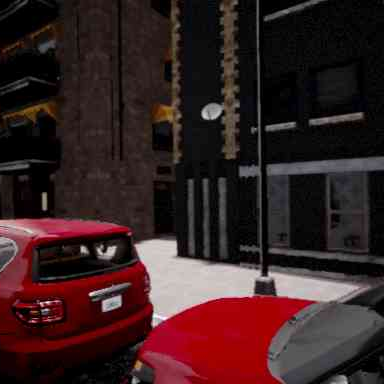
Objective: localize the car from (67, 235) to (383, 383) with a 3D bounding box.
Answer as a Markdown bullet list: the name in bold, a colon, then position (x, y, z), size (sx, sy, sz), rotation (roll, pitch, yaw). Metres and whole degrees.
- **car**: position (1.816, 1.316, 1.761), size (5.009, 1.841, 2.192), rotation (0, -1, 36)

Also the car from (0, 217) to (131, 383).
- **car**: position (-2.830, 1.313, 5.065), size (5.009, 1.841, 2.192), rotation (0, -1, 36)
